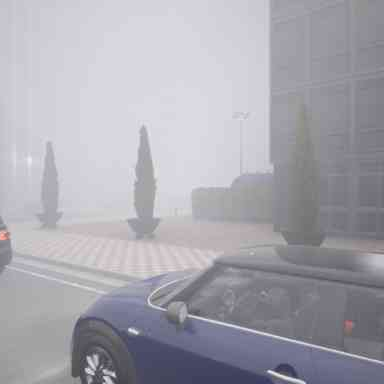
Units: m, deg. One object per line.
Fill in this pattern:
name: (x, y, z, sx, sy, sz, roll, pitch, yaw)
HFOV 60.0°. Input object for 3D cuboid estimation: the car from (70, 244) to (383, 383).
car: (0.788, 1.352, 3.431, 4.553, 1.767, 2.097, 0, 0, 36)

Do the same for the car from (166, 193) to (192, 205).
car: (-2.140, 1.223, 58.136, 2.150, 2.045, 5.566, 0, 0, 36)

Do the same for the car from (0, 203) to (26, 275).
car: (-7.074, 1.222, 9.017, 5.566, 2.045, 2.150, 0, 0, 36)

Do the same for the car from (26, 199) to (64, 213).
car: (-16.833, 1.491, 37.219, 2.128, 1.511, 4.902, 0, 0, 35)

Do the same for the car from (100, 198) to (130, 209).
car: (-10.617, 1.564, 46.094, 1.994, 1.385, 4.181, 0, 0, 35)
